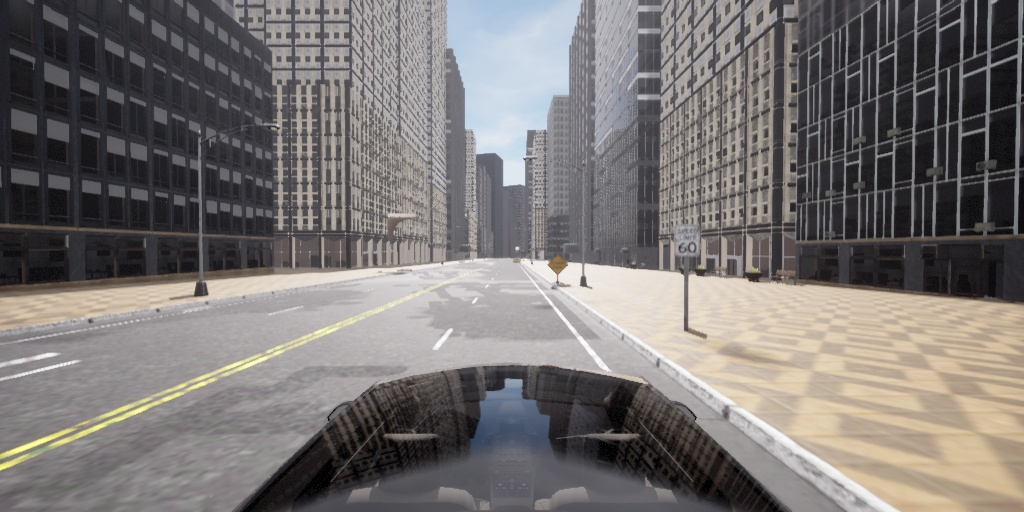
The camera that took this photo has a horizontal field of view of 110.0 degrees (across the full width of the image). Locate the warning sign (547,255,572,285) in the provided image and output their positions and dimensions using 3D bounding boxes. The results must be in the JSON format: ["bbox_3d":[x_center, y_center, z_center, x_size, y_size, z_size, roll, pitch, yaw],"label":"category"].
[{"bbox_3d":[2.850,0.834,22.470,1.300,1.860,1.060,0,0,0],"label":"warning sign"}]
